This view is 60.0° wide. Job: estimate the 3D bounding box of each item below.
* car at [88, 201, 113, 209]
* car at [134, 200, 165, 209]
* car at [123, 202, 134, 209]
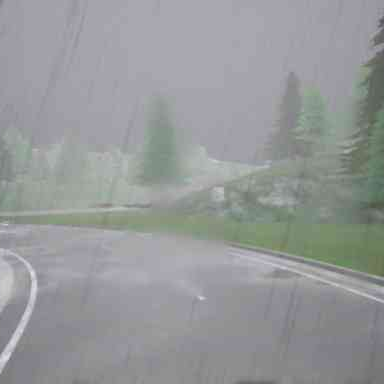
[{"bbox_3d":[-17.933,2.527,65.191,1.882,1.535,5.008,-1,-1,39],"label":"car"},{"bbox_3d":[-7.787,2.470,61.083,1.895,1.301,4.718,-1,-1,39],"label":"car"},{"bbox_3d":[-10.673,2.531,63.058,1.895,1.301,4.718,-1,-1,39],"label":"car"}]
